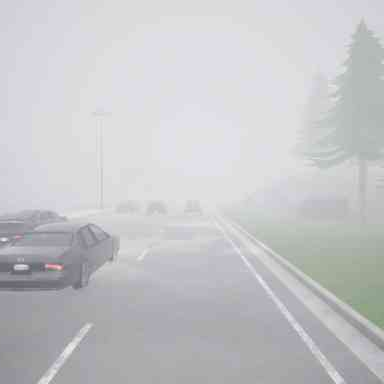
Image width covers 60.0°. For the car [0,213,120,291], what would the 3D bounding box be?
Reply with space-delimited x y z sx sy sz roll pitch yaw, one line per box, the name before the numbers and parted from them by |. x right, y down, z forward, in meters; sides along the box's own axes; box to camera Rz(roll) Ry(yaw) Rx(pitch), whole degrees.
car | -3.398 1.547 9.146 2.033 1.411 5.357 0 0 0

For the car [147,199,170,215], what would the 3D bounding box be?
car | -3.398 1.506 33.470 1.837 1.490 4.892 0 0 0

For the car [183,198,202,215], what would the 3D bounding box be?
car | 0.097 1.547 34.437 2.033 1.411 5.357 0 0 0

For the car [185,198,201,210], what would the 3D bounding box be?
car | 0.140 1.547 44.512 2.033 1.411 5.357 0 0 1

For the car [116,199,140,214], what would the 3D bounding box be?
car | -6.896 1.526 35.808 1.812 1.442 4.674 0 0 0

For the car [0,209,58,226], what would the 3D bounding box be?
car | -6.899 1.504 14.712 1.837 1.490 4.892 0 0 0
